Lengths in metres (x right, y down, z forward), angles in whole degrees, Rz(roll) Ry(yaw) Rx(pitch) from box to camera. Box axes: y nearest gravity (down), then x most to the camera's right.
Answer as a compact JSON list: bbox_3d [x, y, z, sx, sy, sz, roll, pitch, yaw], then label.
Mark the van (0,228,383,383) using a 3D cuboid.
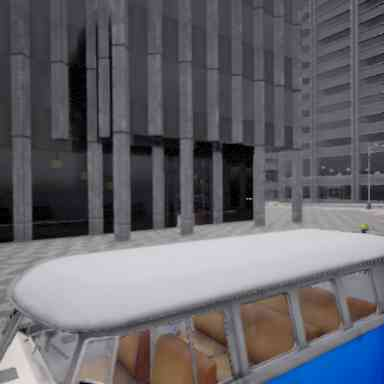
[{"bbox_3d":[0.411,1.310,2.808,3.998,1.788,1.690,-1,1,-35],"label":"van"}]
